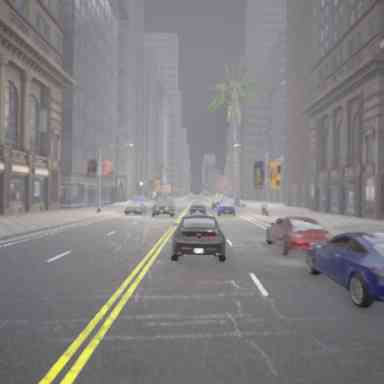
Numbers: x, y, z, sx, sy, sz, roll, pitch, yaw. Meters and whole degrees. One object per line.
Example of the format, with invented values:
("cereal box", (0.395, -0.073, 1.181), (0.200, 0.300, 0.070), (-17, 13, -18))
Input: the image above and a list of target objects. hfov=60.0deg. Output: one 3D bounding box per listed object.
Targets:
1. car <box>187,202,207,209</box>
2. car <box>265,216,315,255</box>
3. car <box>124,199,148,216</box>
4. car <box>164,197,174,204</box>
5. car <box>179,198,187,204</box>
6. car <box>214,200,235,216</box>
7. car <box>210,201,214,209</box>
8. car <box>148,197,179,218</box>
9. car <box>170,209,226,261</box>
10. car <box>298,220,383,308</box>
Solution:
("car", (0.650, 1.907, 38.748), (1.837, 1.490, 4.892), (1, -1, 1))
("car", (4.400, 1.740, 14.144), (1.812, 1.442, 4.674), (1, -1, 1))
("car", (-6.078, 1.826, 36.536), (2.033, 1.411, 5.357), (1, -1, 1))
("car", (-5.341, 1.981, 78.329), (1.882, 1.535, 5.008), (1, -1, 1))
("car", (-2.119, 2.037, 76.477), (1.812, 1.442, 4.674), (1, -1, 1))
("car", (3.832, 1.922, 38.091), (1.882, 1.535, 5.008), (1, -1, 1))
("car", (4.032, 2.081, 53.799), (1.882, 1.535, 5.008), (1, -1, 1))
("car", (-2.851, 1.530, 34.633), (2.150, 2.045, 5.566), (1, -1, 1))
("car", (0.257, 1.643, 12.992), (1.837, 1.490, 4.892), (1, -1, 1))
("car", (4.308, 1.677, 8.145), (1.812, 1.442, 4.674), (1, -1, 1))
